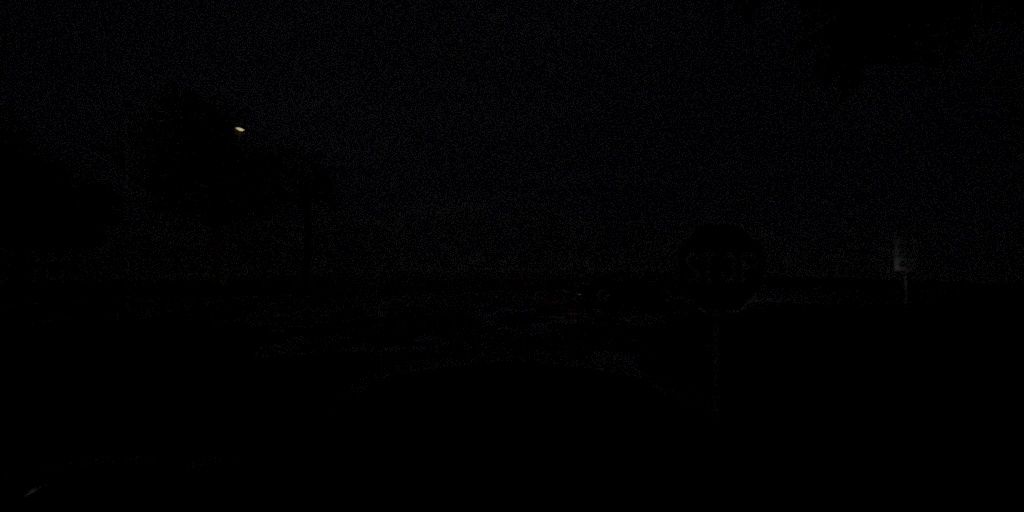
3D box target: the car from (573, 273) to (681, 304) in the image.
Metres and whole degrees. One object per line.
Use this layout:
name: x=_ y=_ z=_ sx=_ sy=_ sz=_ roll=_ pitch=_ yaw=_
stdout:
car: x=5.398 y=1.471 z=16.907 sx=4.718 sy=1.301 sz=1.895 roll=-1 pitch=0 yaw=0
